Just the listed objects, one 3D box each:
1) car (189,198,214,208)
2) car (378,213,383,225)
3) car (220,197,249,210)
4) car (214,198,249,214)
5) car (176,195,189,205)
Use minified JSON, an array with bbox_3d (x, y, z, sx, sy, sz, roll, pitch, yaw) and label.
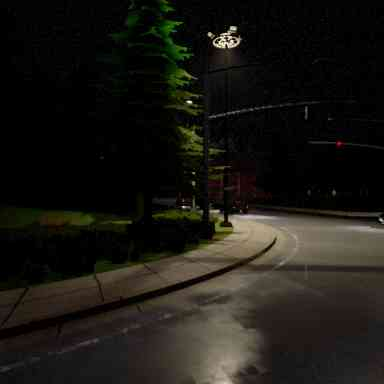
[{"bbox_3d":[1.675,1.260,45.323,2.150,2.045,5.566,0,0,-16],"label":"car"},{"bbox_3d":[14.241,1.544,20.660,4.892,1.490,1.837,1,0,1],"label":"car"},{"bbox_3d":[5.651,1.533,44.883,2.128,1.511,4.902,0,0,-16],"label":"car"},{"bbox_3d":[4.355,1.634,35.634,1.895,1.301,4.718,0,0,-15],"label":"car"},{"bbox_3d":[-1.201,1.397,55.211,2.097,1.767,4.553,0,0,-17],"label":"car"}]
